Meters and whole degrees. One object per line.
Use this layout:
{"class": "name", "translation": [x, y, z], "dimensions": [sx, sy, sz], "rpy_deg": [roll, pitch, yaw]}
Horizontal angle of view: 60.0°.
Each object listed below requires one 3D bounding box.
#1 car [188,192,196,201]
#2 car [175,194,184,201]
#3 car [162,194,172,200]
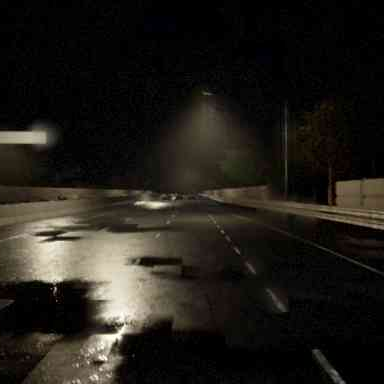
{"class": "car", "translation": [-0.052, 1.535, 91.066], "dimensions": [1.882, 1.535, 5.008], "rpy_deg": [0, 0, 0]}
{"class": "car", "translation": [-3.552, 1.557, 91.064], "dimensions": [1.837, 1.490, 4.892], "rpy_deg": [0, 0, 0]}
{"class": "car", "translation": [-7.053, 1.610, 91.479], "dimensions": [1.994, 1.385, 4.181], "rpy_deg": [0, 0, 0]}
